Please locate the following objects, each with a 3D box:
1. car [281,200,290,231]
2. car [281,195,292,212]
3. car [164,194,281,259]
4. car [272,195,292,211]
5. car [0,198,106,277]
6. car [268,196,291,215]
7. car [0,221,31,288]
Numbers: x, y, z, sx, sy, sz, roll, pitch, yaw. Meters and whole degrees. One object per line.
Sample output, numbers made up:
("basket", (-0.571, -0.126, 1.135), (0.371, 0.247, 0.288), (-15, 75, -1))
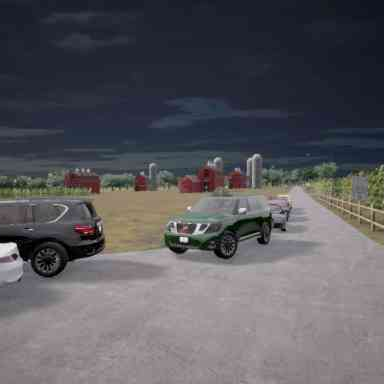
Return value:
("car", (4.387, 1.383, 19.019), (1.994, 1.385, 4.181), (0, 0, 17))
("car", (6.230, 1.239, 24.755), (1.882, 1.535, 5.008), (0, 0, 18))
("car", (1.279, 1.110, 12.690), (2.150, 2.045, 5.566), (0, 0, 34))
("car", (9.950, 1.116, 36.509), (1.882, 1.535, 5.008), (0, 0, 18))
("car", (-5.379, 1.229, 9.608), (5.566, 2.045, 2.150), (-1, 1, -4))
("car", (8.144, 1.203, 30.803), (1.837, 1.490, 4.892), (0, 0, 17))
("car", (-5.940, 1.613, 6.530), (4.674, 1.442, 1.812), (-2, 1, -33))
